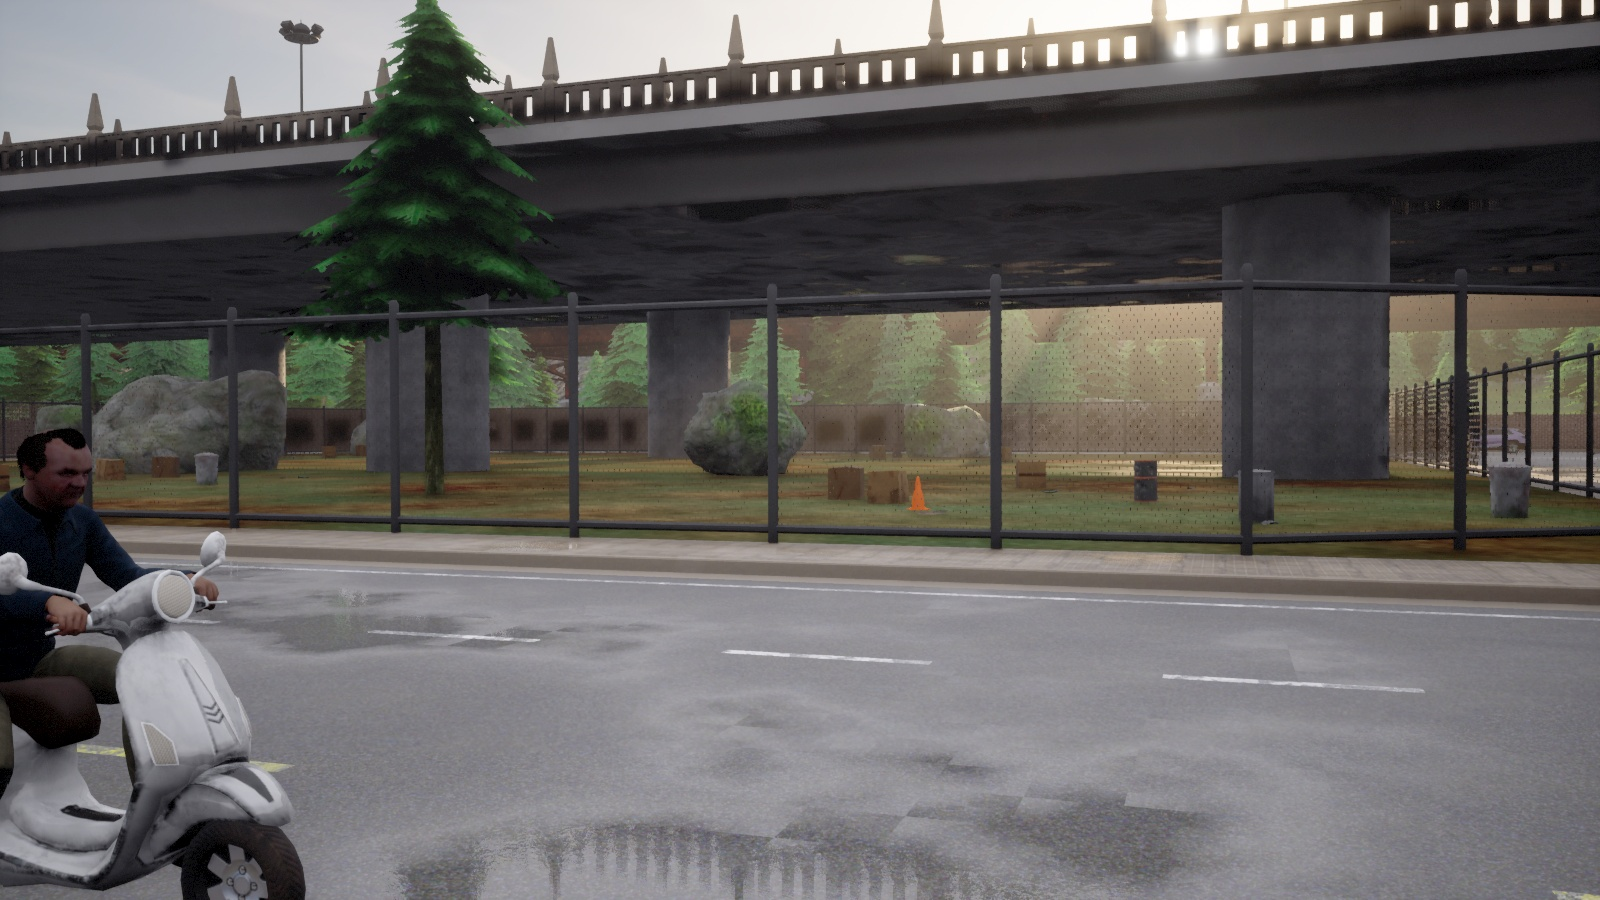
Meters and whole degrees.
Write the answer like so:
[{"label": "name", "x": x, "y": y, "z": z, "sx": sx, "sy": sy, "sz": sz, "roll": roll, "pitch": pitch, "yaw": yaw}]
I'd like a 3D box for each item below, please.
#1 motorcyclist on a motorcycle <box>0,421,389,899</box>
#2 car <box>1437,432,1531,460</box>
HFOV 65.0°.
[{"label": "motorcyclist on a motorcycle", "x": -2.341, "y": 0.707, "z": 3.980, "sx": 1.817, "sy": 1.590, "sz": 0.866, "roll": 1, "pitch": 1, "yaw": 19}, {"label": "car", "x": 42.391, "y": -0.277, "z": 77.977, "sx": 4.856, "sy": 1.649, "sz": 2.033, "roll": 1, "pitch": 1, "yaw": 20}]
